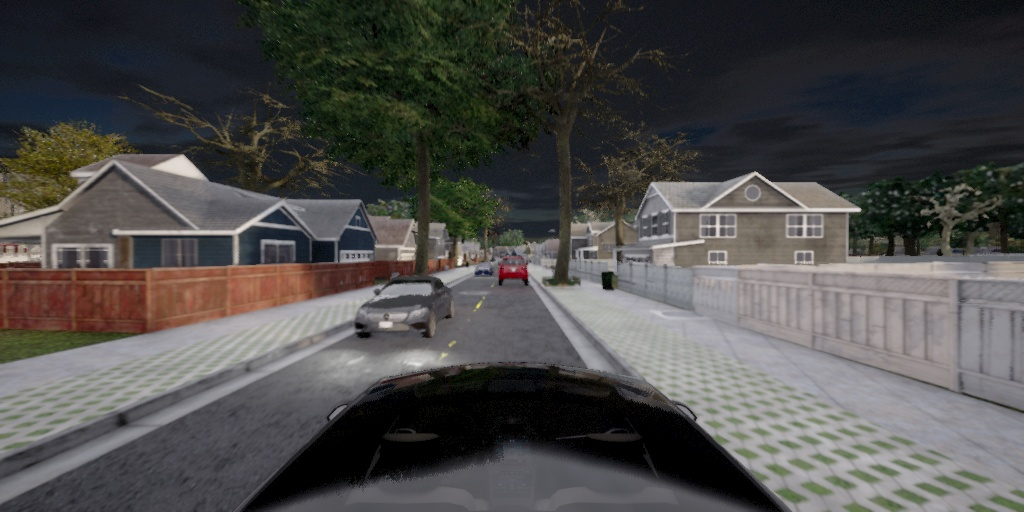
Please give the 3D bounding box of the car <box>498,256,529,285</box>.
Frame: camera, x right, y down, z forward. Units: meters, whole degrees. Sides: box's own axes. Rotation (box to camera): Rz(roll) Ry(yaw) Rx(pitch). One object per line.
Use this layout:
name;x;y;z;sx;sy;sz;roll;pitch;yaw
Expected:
car;0.090;1.051;27.270;2.150;2.045;5.566;0;0;0

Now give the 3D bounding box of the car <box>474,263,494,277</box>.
car;-2.846;1.405;38.005;2.033;1.411;5.357;0;0;0

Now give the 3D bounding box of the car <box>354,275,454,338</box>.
car;-2.839;1.303;10.428;1.812;1.442;4.674;0;0;0
